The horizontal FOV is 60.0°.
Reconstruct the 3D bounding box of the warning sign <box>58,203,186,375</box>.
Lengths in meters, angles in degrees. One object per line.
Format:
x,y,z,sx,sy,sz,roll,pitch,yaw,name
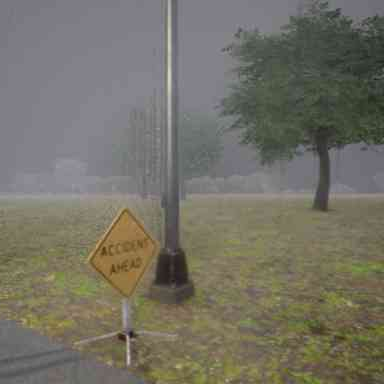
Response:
-0.913,1.117,4.557,1.060,1.860,1.300,-1,0,35,warning sign
